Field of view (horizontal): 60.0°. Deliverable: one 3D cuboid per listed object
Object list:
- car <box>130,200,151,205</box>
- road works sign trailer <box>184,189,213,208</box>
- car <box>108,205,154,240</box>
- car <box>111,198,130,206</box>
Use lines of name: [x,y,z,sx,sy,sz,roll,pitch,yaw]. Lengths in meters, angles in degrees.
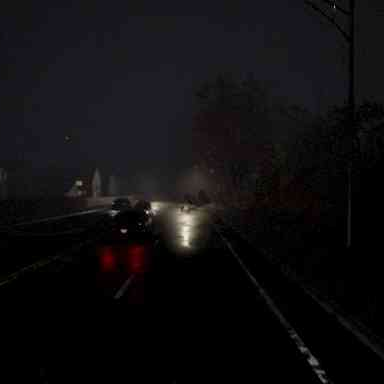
car: [-6.633,1.793,45.325,2.033,1.411,5.357,0,0,0]
road works sign trailer: [0.598,1.327,48.256,3.560,2.880,2.380,4,37,-49]
car: [-3.164,1.630,17.716,1.812,1.442,4.674,0,0,0]
car: [-9.873,1.603,46.679,2.097,1.767,4.553,0,0,0]
